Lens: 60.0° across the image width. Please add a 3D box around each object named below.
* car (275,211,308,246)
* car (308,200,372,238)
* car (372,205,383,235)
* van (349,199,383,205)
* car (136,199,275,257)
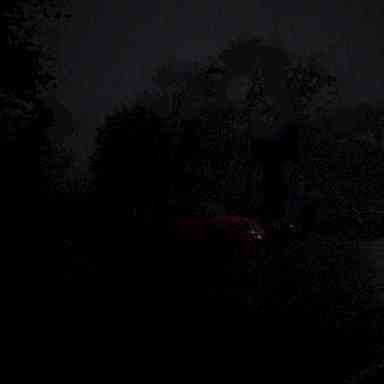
[{"bbox_3d":[2.532,1.634,15.449,4.792,1.488,2.163,-1,-1,34],"label":"car"},{"bbox_3d":[7.363,1.537,18.859,4.553,1.767,2.185,-1,-1,34],"label":"car"},{"bbox_3d":[9.704,1.723,20.608,4.792,1.488,2.163,-1,-1,34],"label":"car"},{"bbox_3d":[12.021,1.500,22.374,4.442,1.987,1.878,-1,-1,34],"label":"van"},{"bbox_3d":[0.193,1.324,13.709,5.566,2.045,2.435,-1,-2,34],"label":"car"}]
